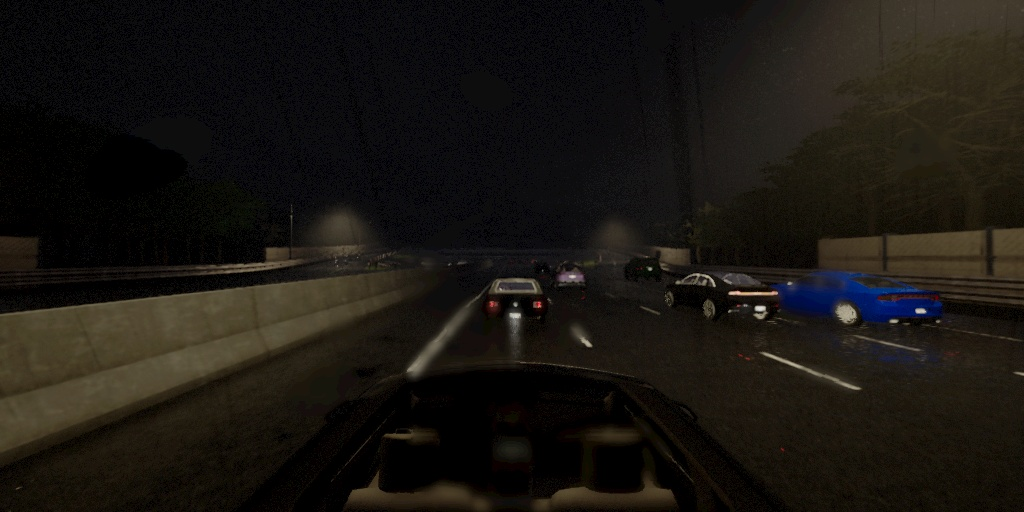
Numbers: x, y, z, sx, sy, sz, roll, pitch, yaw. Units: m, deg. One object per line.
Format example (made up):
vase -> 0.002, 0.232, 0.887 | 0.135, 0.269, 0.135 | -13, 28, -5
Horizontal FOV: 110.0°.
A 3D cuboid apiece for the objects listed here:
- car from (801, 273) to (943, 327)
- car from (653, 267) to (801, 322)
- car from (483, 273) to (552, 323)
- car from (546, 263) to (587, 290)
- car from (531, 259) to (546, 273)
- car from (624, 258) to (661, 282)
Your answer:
car -> 10.615, 1.291, 11.795 | 1.882, 1.535, 5.008 | 0, 0, 0
car -> 7.118, 1.310, 12.704 | 2.128, 1.511, 4.902 | 0, 0, 0
car -> 0.116, 1.416, 12.334 | 1.895, 1.301, 4.718 | 0, 0, 0
car -> 3.652, 1.317, 23.805 | 2.033, 1.649, 4.856 | 0, 0, 0
car -> 3.705, 1.527, 45.663 | 1.837, 1.490, 4.892 | 0, 0, 0
car -> 11.312, 1.155, 31.275 | 2.150, 2.045, 5.566 | 0, 0, 6
